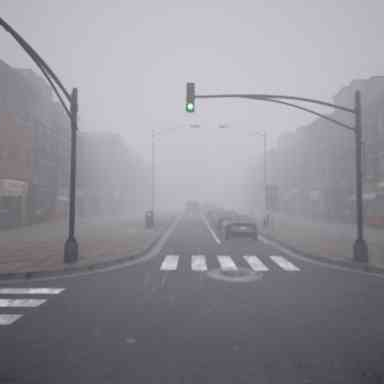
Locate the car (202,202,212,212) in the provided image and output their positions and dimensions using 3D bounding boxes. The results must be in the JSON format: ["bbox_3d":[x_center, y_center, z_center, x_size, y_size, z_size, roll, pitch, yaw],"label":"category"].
[{"bbox_3d":[2.688,2.538,46.766,1.752,1.417,4.829,2,-1,0],"label":"car"}]

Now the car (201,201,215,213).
[{"bbox_3d":[2.699,2.590,57.475,2.192,1.841,5.009,2,-1,0],"label":"car"}]

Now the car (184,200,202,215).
[{"bbox_3d":[0.051,2.294,49.967,2.150,2.045,5.566,0,-1,0],"label":"car"}]

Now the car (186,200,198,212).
[{"bbox_3d":[0.043,2.552,60.374,2.150,2.045,5.566,0,-1,0],"label":"car"}]

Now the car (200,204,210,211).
[{"bbox_3d":[2.697,3.137,68.341,1.802,1.307,4.206,2,-2,0],"label":"car"}]

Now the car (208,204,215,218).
[{"bbox_3d":[2.680,2.161,30.457,1.752,1.417,4.829,2,-1,0],"label":"car"}]

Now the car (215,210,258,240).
[{"bbox_3d":[2.673,1.969,19.416,1.947,1.339,4.313,2,-1,0],"label":"car"}]

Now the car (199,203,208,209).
[{"bbox_3d":[2.703,3.392,79.214,1.887,1.381,4.507,1,-2,0],"label":"car"}]

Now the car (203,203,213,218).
[{"bbox_3d":[2.684,2.445,41.160,1.947,1.339,4.313,2,-1,0],"label":"car"}]

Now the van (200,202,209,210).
[{"bbox_3d":[2.706,3.041,73.783,1.690,1.788,3.998,1,-2,0],"label":"van"}]

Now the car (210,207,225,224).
[{"bbox_3d":[2.676,2.081,24.851,1.947,1.339,4.313,2,-1,0],"label":"car"}]

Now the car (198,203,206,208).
[{"bbox_3d":[2.707,3.735,90.085,1.802,1.307,4.206,1,-2,0],"label":"car"}]
